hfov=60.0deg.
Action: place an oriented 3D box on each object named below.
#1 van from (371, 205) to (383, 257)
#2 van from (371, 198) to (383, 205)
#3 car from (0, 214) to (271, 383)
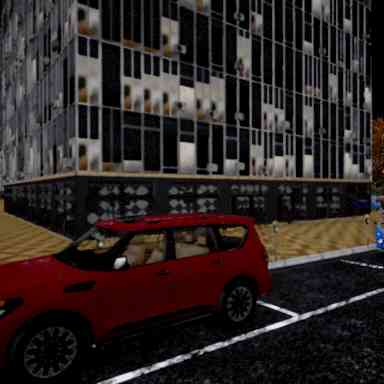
[{"bbox_3d":[8.185,1.440,11.948,3.998,1.788,1.690,1,-1,-35],"label":"van"},{"bbox_3d":[26.186,1.822,49.958,1.690,1.788,3.998,0,0,-36],"label":"van"},{"bbox_3d":[-0.849,1.333,5.506,5.009,1.841,2.192,1,-1,-35],"label":"car"}]
